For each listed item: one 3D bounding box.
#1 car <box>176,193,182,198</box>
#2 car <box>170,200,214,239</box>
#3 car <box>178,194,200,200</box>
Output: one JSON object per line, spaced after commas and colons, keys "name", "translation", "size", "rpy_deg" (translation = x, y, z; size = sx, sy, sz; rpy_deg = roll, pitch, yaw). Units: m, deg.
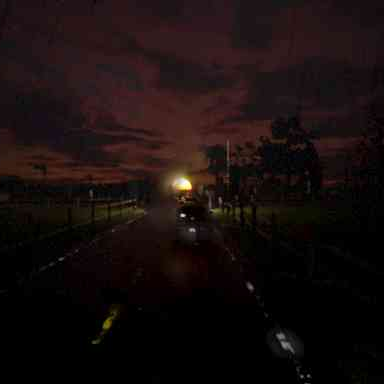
{"name": "car", "translation": [-3.228, 0.828, 87.781], "size": [1.994, 1.385, 4.181], "rpy_deg": [0, 0, 0]}
{"name": "car", "translation": [0.011, 1.349, 16.388], "size": [1.837, 1.490, 4.892], "rpy_deg": [0, 0, 0]}
{"name": "car", "translation": [-0.013, 1.231, 29.385], "size": [1.837, 1.490, 4.892], "rpy_deg": [0, 0, 1]}
